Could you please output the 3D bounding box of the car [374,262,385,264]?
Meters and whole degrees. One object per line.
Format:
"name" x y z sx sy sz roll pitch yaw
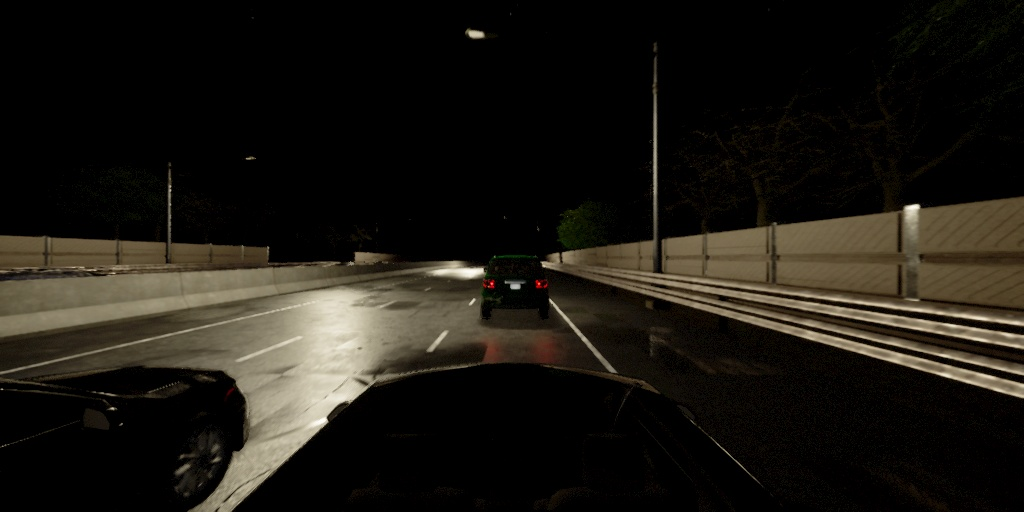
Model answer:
"car" -21.045 1.589 56.969 2.033 1.411 5.357 0 0 1

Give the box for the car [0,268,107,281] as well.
"car" -17.601 1.327 12.768 2.033 1.411 5.357 0 0 0

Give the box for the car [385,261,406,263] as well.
"car" -17.552 1.509 55.776 1.882 1.535 5.008 0 0 1

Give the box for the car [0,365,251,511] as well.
"car" -3.401 1.255 1.413 1.837 1.490 4.892 0 0 0

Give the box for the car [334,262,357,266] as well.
"car" -24.550 1.554 52.843 2.033 1.411 5.357 0 0 1

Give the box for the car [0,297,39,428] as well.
"car" -6.901 1.256 2.089 1.837 1.490 4.892 0 0 0

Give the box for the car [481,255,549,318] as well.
"car" 0.100 1.002 13.210 2.150 2.045 5.566 0 0 0

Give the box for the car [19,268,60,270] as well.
"car" -21.099 1.282 15.914 2.128 1.511 4.902 0 0 0
